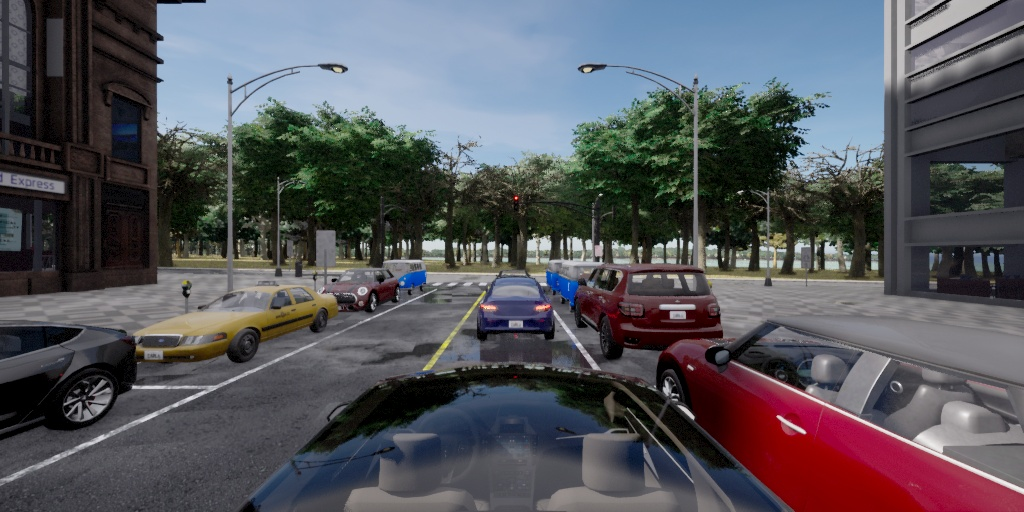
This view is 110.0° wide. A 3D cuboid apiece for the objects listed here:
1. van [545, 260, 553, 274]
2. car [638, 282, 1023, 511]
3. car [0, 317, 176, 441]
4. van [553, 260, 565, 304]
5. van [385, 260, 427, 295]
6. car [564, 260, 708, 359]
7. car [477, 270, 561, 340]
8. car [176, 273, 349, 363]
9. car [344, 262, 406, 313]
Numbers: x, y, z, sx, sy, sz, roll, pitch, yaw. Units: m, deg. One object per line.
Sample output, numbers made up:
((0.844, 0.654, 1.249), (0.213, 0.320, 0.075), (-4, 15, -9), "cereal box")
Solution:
((2.756, 1.092, 19.228), (1.690, 1.789, 3.998), (0, 0, 0), "van")
((2.762, 1.190, 2.915), (1.967, 1.591, 4.097), (0, 0, 0), "car")
((-5.763, 1.316, 2.912), (1.948, 1.339, 4.313), (0, 0, 0), "car")
((2.758, 1.091, 13.790), (1.690, 1.789, 3.998), (0, 0, 0), "van")
((-5.769, 1.092, 19.225), (1.690, 1.789, 3.998), (0, 0, 0), "van")
((2.760, 1.065, 8.353), (2.192, 1.841, 5.009), (0, 0, 0), "car")
((0.095, 1.276, 9.890), (1.812, 1.442, 4.674), (0, 0, 0), "car")
((-5.765, 1.275, 8.180), (1.751, 1.417, 4.829), (0, 0, 0), "car")
((-5.767, 1.190, 13.787), (1.967, 1.591, 4.097), (0, 0, 0), "car")
